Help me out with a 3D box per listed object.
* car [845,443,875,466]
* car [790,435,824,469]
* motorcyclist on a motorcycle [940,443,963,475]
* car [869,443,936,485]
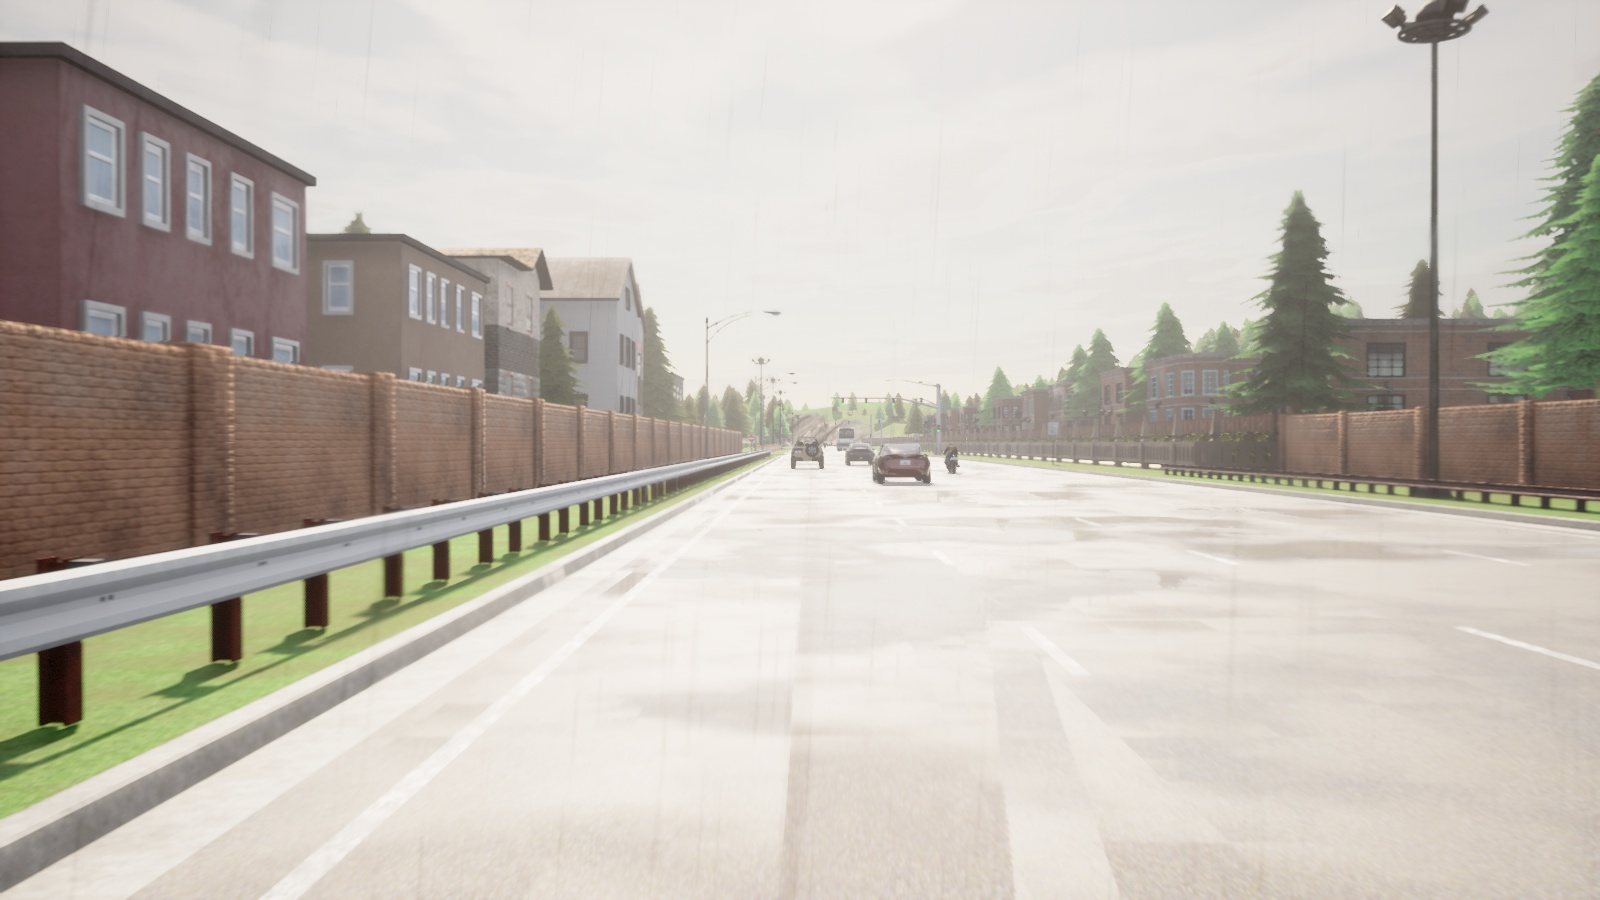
[{"bbox_3d":[3.993,0.283,84.093,1.837,1.490,4.892,0,0,0],"label":"car"},{"bbox_3d":[0.433,0.143,73.468,1.932,1.855,4.605,0,-2,0],"label":"car"},{"bbox_3d":[7.362,0.445,61.034,0.866,1.530,2.191,0,0,0],"label":"motorcyclist on a motorcycle"},{"bbox_3d":[3.784,0.484,47.280,2.163,1.488,4.792,0,0,0],"label":"car"}]
